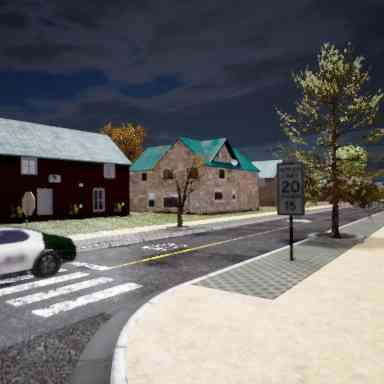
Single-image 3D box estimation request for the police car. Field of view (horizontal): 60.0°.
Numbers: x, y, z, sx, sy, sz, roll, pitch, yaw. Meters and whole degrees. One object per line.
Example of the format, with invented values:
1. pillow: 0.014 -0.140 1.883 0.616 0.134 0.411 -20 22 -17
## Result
1. police car: -5.469 1.556 8.176 2.038 1.542 4.974 -1 -1 36
